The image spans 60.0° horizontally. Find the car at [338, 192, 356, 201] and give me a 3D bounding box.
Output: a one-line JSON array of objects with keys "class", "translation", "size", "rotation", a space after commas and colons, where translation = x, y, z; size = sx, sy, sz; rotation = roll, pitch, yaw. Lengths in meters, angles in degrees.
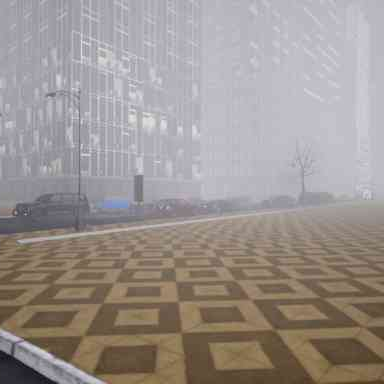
[{"class": "car", "translation": [28.468, 0.957, 61.904], "size": [1.752, 1.417, 4.829], "rotation": [1, 1, 41]}]

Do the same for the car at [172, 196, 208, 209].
[{"class": "car", "translation": [-0.188, 1.218, 41.300], "size": [1.887, 1.381, 4.507], "rotation": [1, 1, 41]}]

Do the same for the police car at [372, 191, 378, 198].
[{"class": "police car", "translation": [43.132, 0.672, 79.562], "size": [1.930, 1.638, 5.238], "rotation": [0, 1, 41]}]

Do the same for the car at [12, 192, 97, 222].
[{"class": "car", "translation": [-10.477, 1.059, 25.273], "size": [2.150, 2.045, 5.566], "rotation": [0, 1, 41]}]

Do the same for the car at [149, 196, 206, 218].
[{"class": "car", "translation": [-1.124, 1.240, 27.106], "size": [1.967, 1.590, 4.097], "rotation": [1, 1, 41]}]

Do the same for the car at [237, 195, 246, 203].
[{"class": "car", "translation": [4.603, 1.250, 42.882], "size": [1.895, 1.301, 4.718], "rotation": [0, 1, 41]}]

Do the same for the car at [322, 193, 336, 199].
[{"class": "car", "translation": [33.091, 0.828, 80.209], "size": [1.947, 1.339, 4.313], "rotation": [1, 1, 41]}]

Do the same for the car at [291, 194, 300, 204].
[{"class": "car", "translation": [13.363, 1.089, 48.234], "size": [1.837, 1.490, 4.892], "rotation": [0, 1, 41]}]

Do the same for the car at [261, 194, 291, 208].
[{"class": "car", "translation": [9.872, 1.244, 40.157], "size": [1.802, 1.307, 4.206], "rotation": [1, 1, 41]}]

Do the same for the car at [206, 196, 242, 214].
[{"class": "car", "translation": [2.530, 1.320, 31.467], "size": [1.947, 1.339, 4.313], "rotation": [1, 1, 41]}]

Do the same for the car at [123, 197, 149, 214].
[{"class": "car", "translation": [-4.034, 1.357, 32.807], "size": [1.895, 1.301, 4.718], "rotation": [0, 1, 41]}]

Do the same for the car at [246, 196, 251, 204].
[{"class": "car", "translation": [7.211, 1.148, 49.941], "size": [1.947, 1.339, 4.313], "rotation": [1, 1, 41]}]

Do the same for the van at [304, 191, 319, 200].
[{"class": "van", "translation": [25.698, 0.694, 71.557], "size": [1.690, 1.788, 3.998], "rotation": [1, 1, 41]}]

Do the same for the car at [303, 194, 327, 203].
[{"class": "car", "translation": [21.313, 1.032, 57.532], "size": [2.033, 1.411, 5.357], "rotation": [0, 1, 41]}]

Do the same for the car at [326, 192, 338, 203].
[{"class": "car", "translation": [20.964, 0.839, 53.124], "size": [2.192, 1.841, 5.009], "rotation": [1, 1, 41]}]

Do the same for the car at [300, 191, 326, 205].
[{"class": "car", "translation": [17.267, 0.885, 48.800], "size": [2.192, 1.841, 5.009], "rotation": [1, 1, 41]}]

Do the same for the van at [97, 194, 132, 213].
[{"class": "van", "translation": [-7.665, 1.107, 32.723], "size": [1.690, 1.788, 3.998], "rotation": [1, 1, 41]}]

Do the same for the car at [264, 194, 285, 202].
[{"class": "car", "translation": [14.606, 1.056, 58.589], "size": [1.947, 1.339, 4.313], "rotation": [1, 1, 41]}]

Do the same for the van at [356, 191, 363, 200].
[{"class": "van", "translation": [35.752, 0.683, 70.420], "size": [1.690, 1.788, 3.998], "rotation": [1, 1, 41]}]
